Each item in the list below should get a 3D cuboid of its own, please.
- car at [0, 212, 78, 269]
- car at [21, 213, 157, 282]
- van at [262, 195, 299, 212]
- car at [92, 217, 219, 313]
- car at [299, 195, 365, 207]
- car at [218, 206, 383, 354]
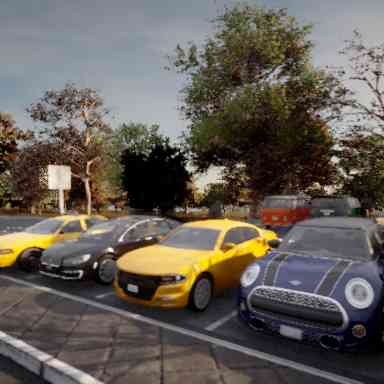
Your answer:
[{"bbox_3d":[-4.230,1.458,11.061,1.946,1.575,5.366,0,0,36],"label":"car"},{"bbox_3d":[-1.866,1.453,9.608,2.231,1.521,4.892,0,0,36],"label":"car"},{"bbox_3d":[5.884,1.210,20.283,1.878,1.987,4.442,0,0,36],"label":"van"},{"bbox_3d":[0.391,1.452,7.997,2.097,1.535,5.008,0,0,36],"label":"car"},{"bbox_3d":[8.185,1.184,18.530,2.435,2.045,5.566,0,0,36],"label":"car"},{"bbox_3d":[2.665,1.335,6.404,2.185,1.767,4.553,0,0,36],"label":"car"}]
